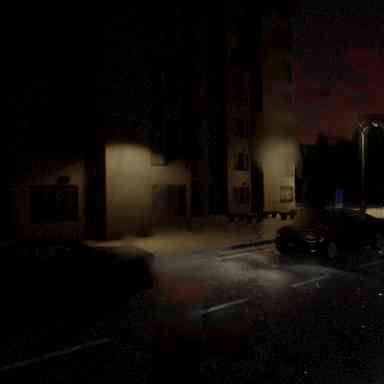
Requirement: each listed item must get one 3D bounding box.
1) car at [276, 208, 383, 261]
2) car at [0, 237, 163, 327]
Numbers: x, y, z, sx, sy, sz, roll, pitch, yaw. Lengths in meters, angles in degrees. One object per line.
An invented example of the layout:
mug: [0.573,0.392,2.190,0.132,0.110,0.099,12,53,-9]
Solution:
car: [5.154,1.380,12.100,5.008,1.535,1.882,-1,0,-36]
car: [-3.178,1.580,6.015,5.357,1.411,2.033,-1,0,-36]
